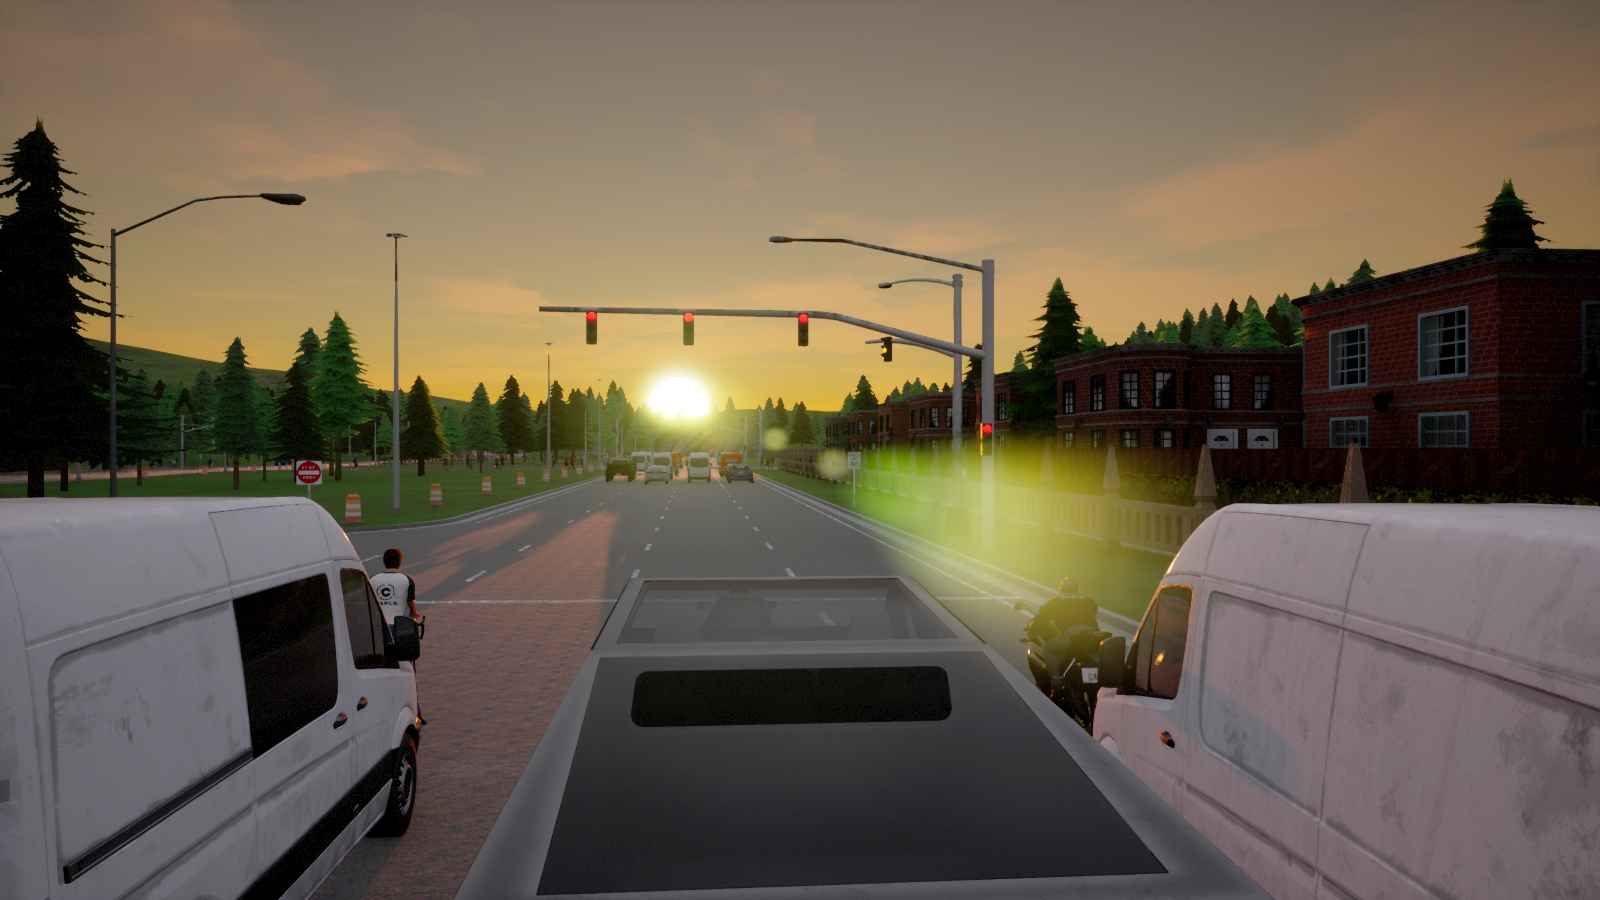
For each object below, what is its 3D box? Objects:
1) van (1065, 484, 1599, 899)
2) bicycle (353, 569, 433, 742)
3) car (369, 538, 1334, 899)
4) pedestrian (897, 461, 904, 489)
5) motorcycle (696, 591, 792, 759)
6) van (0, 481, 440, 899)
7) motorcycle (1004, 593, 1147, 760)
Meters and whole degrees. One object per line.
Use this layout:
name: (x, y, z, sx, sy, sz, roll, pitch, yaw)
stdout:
van: (3.020, 1.534, 5.590, 1.988, 2.561, 5.915, 0, 0, -1)
bicycle: (-4.173, 2.056, 11.794, 0.373, 1.496, 1.643, 0, 0, -5)
car: (-0.117, 1.754, 5.929, 2.390, 2.098, 6.274, 0, 0, -5)
pedestrian: (6.689, 1.698, 76.233, 0.375, 1.860, 0.375, 0, 0, -5)
motorcycle: (-0.613, 2.205, 11.622, 0.867, 1.251, 2.209, 0, 0, -6)
van: (-3.677, 1.534, 6.378, 1.988, 2.561, 5.915, 0, 0, -5)
motorcycle: (2.714, 2.205, 11.543, 0.867, 1.251, 2.209, 0, 0, -2)
